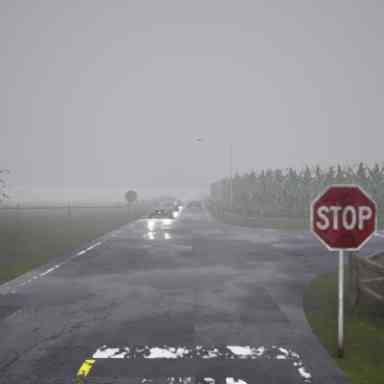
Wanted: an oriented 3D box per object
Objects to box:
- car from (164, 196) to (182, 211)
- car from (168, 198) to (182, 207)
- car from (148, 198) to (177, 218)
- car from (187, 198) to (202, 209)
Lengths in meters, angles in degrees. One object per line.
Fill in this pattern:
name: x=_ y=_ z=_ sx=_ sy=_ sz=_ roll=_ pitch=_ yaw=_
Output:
car: x=-2.659 y=1.330 z=39.657 sx=2.097 sy=1.767 sz=4.553 roll=0 pitch=0 yaw=0
car: x=-2.593 y=1.566 z=52.206 sx=1.895 sy=1.301 sz=4.718 roll=0 pitch=0 yaw=0
car: x=-2.709 y=1.550 z=29.794 sx=1.994 sy=1.385 sz=4.181 roll=0 pitch=0 yaw=0
car: x=0.318 y=1.498 z=45.942 sx=1.812 sy=1.442 sz=4.674 roll=0 pitch=0 yaw=0
